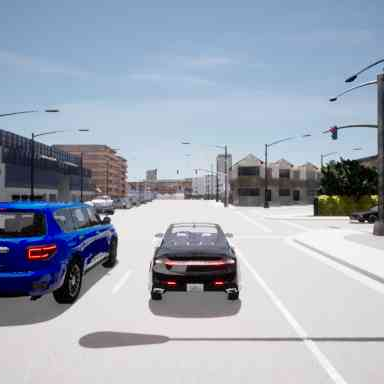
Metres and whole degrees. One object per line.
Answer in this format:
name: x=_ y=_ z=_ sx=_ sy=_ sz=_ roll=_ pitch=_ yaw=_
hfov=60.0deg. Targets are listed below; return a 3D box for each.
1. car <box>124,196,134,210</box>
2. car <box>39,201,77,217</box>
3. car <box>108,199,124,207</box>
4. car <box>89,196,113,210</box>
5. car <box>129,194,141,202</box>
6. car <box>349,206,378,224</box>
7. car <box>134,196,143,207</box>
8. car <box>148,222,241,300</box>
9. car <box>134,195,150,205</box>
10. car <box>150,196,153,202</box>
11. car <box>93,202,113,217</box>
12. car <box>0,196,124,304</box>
car: x=-10.652 y=1.763 z=50.321 sx=2.097 sy=1.767 sz=4.553 roll=0 pitch=-1 yaw=0
car: x=-14.241 y=1.755 z=35.677 sx=1.882 sy=1.535 sz=5.008 roll=0 pitch=-1 yaw=2
car: x=-14.124 y=2.004 z=62.413 sx=1.895 sy=1.301 sz=4.718 roll=0 pitch=0 yaw=0
car: x=-14.162 y=1.650 z=52.038 sx=2.150 sy=2.045 sz=5.566 roll=0 pitch=0 yaw=0
car: x=-14.097 y=1.534 z=82.449 sx=2.097 sy=1.767 sz=4.553 roll=0 pitch=0 yaw=0
car: x=15.071 y=1.686 z=25.515 sx=5.357 sy=1.411 sz=2.033 roll=0 pitch=-1 yaw=0
car: x=-10.637 y=1.922 z=60.477 sx=1.837 sy=1.490 sz=4.892 roll=0 pitch=0 yaw=0
car: x=0.059 y=1.506 z=8.387 sx=2.128 sy=1.511 sz=4.902 roll=0 pitch=0 yaw=0
car: x=-10.582 y=1.823 z=69.591 sx=1.837 sy=1.490 sz=4.892 roll=0 pitch=1 yaw=0
car: x=-10.594 y=1.729 z=80.308 sx=2.033 sy=1.411 sz=5.357 roll=0 pitch=0 yaw=0
car: x=-9.719 y=1.848 z=36.224 sx=1.994 sy=1.385 sz=4.181 roll=0 pitch=-1 yaw=-17
car: x=-3.442 y=1.239 z=8.343 sx=2.150 sy=2.045 sz=5.566 roll=0 pitch=0 yaw=0
